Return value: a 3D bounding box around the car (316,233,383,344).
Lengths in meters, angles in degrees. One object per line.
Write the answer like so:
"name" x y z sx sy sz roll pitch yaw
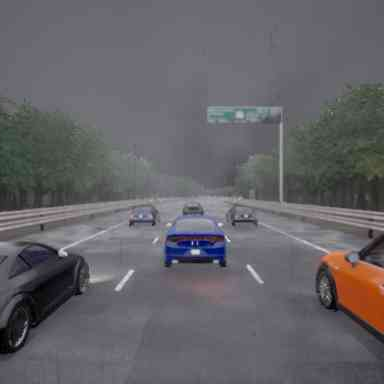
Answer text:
"car" 3.598 1.378 5.036 2.097 1.767 4.553 0 0 0

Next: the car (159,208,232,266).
"car" 0.100 1.539 11.770 1.882 1.535 5.008 0 0 0

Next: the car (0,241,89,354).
"car" -3.400 1.595 6.155 1.994 1.385 4.181 0 0 0

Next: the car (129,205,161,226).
"car" -3.398 1.679 24.549 2.033 1.411 5.357 0 0 0

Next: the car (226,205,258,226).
"car" 3.602 1.680 24.644 2.033 1.411 5.357 0 0 0

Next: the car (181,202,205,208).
"car" 0.102 1.669 29.800 1.837 1.490 4.892 0 0 0
